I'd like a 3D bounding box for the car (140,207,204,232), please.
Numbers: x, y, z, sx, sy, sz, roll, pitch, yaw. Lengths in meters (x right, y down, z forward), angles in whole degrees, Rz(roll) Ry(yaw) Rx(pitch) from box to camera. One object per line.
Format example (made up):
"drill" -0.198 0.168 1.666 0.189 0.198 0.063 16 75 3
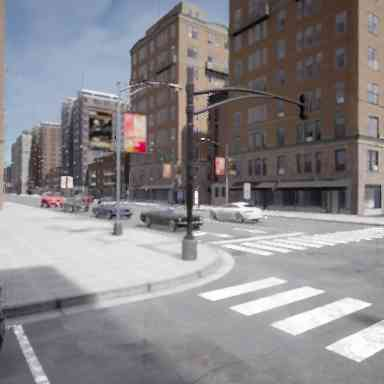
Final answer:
"car" -1.292 1.569 20.161 1.895 1.301 4.718 0 0 -35

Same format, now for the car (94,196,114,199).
"car" -13.943 1.414 54.767 1.994 1.385 4.181 0 0 -36

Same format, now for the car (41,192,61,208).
"car" -18.476 1.056 44.129 2.150 2.045 5.566 0 0 -36

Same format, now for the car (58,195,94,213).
"car" -12.522 1.385 35.777 1.837 1.490 4.892 0 0 -36

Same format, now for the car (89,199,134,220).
"car" -6.624 1.526 27.572 1.895 1.301 4.718 0 0 -36

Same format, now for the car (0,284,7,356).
"car" -4.216 1.559 3.181 4.313 1.339 1.947 0 0 -35

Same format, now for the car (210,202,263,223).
"car" 3.323 1.515 25.302 1.812 1.442 4.674 0 0 -36

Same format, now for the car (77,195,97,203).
"car" -19.866 1.299 62.996 2.128 1.511 4.902 0 0 -36
